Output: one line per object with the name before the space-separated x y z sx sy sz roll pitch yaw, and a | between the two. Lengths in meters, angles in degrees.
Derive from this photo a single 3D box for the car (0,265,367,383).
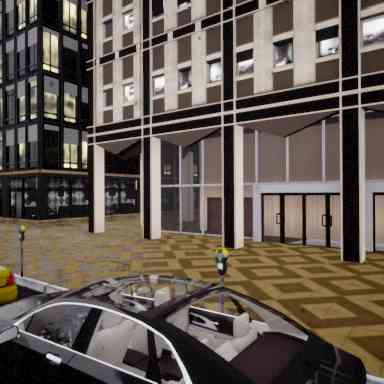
car | -0.650 1.551 3.346 4.403 1.369 2.008 0 0 36
